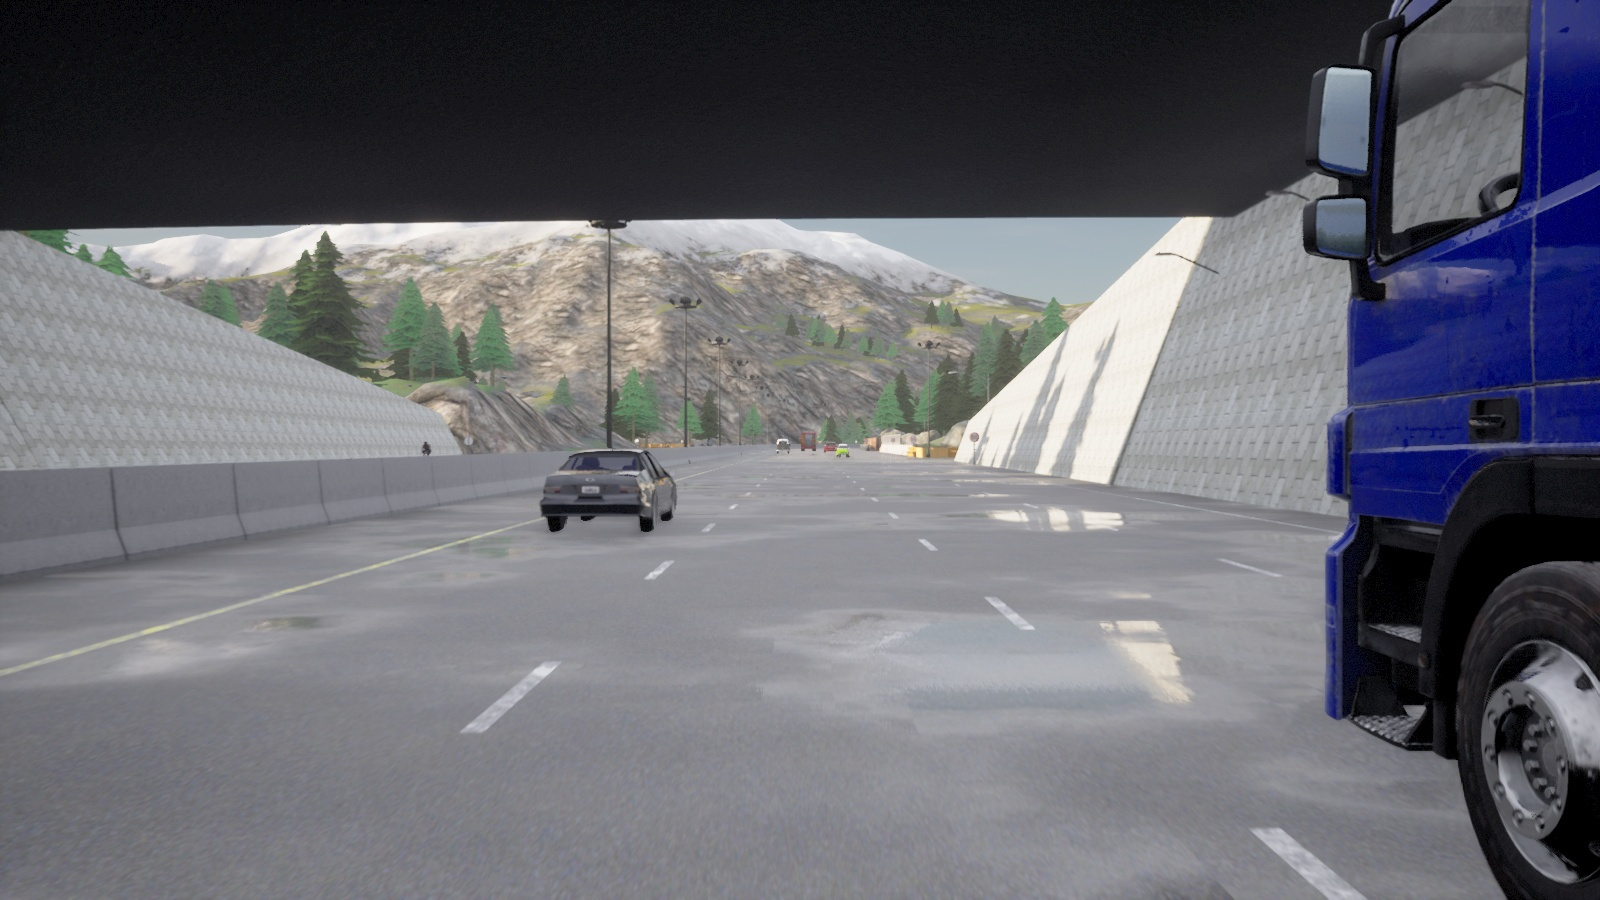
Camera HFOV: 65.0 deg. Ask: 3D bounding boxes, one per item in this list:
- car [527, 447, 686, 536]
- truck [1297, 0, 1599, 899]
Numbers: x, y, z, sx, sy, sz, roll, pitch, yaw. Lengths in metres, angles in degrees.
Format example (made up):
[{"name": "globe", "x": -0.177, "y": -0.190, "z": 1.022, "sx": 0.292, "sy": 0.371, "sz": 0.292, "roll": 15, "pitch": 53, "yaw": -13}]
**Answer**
[{"name": "car", "x": -3.355, "y": 0.662, "z": 22.858, "sx": 2.033, "sy": 1.411, "sz": 5.357, "roll": 0, "pitch": 0, "yaw": 0}, {"name": "truck", "x": 3.524, "y": -0.240, "z": 1.317, "sx": 2.891, "sy": 3.462, "sz": 7.936, "roll": 0, "pitch": 0, "yaw": 0}]
